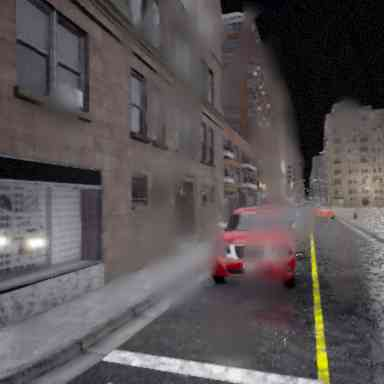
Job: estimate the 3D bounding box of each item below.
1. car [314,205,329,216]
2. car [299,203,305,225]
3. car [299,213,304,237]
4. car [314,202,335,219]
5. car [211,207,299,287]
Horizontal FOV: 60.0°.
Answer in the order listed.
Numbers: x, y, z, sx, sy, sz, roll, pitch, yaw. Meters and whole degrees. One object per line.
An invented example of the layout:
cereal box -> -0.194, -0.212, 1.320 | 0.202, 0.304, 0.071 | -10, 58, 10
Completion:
car -> 19.459, 2.758, 50.026 | 1.882, 1.535, 5.008 | -1, -2, 19
car -> 8.827, 2.148, 29.403 | 2.097, 1.767, 4.553 | -1, -2, 19
car -> 5.507, 2.153, 19.978 | 1.895, 1.301, 4.718 | -1, -2, 19
car -> 16.195, 2.392, 40.746 | 2.097, 1.767, 4.553 | -1, -2, 19
car -> 2.220, 1.534, 10.739 | 2.150, 2.045, 5.566 | -1, -2, 17
